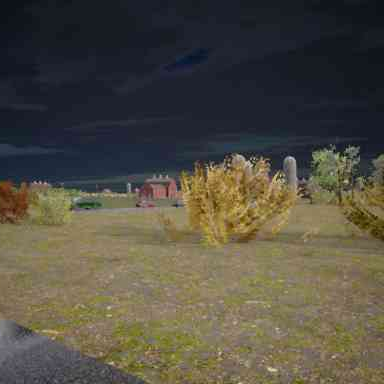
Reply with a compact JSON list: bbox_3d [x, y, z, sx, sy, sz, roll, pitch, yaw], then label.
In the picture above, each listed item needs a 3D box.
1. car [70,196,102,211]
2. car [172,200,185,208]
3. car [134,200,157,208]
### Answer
[{"bbox_3d":[-15.430,1.604,47.127,2.150,2.045,5.566,-1,-1,36],"label":"car"},{"bbox_3d":[-1.389,2.078,60.477,2.033,1.411,5.357,-1,-1,36],"label":"car"},{"bbox_3d":[-8.039,2.085,57.391,1.994,1.385,4.181,-1,-1,36],"label":"car"}]
